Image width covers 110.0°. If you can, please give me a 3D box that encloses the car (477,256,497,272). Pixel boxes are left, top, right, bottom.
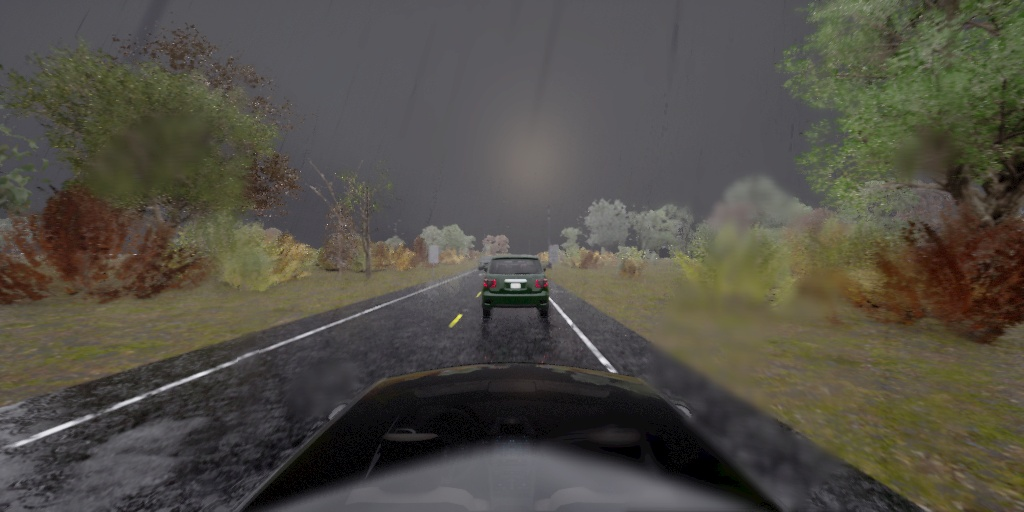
[{"bbox_3d":[-3.351,0.995,48.944,2.150,2.045,5.566,0,0,1],"label":"car"}]

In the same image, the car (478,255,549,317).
[{"bbox_3d":[0.114,0.977,13.289,2.150,2.045,5.566,0,0,0],"label":"car"}]
